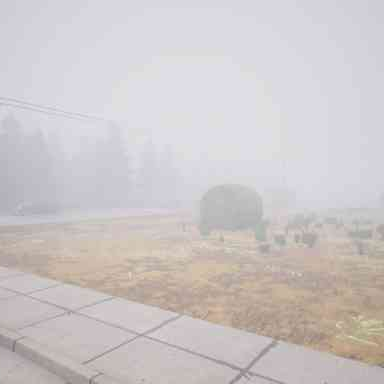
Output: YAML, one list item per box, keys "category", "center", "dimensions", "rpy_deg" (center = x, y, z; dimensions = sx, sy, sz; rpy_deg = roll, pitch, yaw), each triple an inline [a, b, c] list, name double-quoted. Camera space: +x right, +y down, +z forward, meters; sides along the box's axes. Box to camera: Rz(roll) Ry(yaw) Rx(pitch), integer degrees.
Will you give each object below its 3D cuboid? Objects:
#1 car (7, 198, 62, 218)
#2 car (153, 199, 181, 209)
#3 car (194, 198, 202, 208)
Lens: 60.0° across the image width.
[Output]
- category: "car"
  center: [-14.558, 1.378, 30.904]
  dimensions: [2.097, 1.767, 4.553]
  rpy_deg: [0, 0, 36]
- category: "car"
  center: [-3.401, 1.591, 46.002]
  dimensions: [1.994, 1.385, 4.181]
  rpy_deg: [0, 0, 37]
- category: "car"
  center: [2.043, 1.552, 47.183]
  dimensions: [1.812, 1.442, 4.674]
  rpy_deg: [0, 0, 36]
